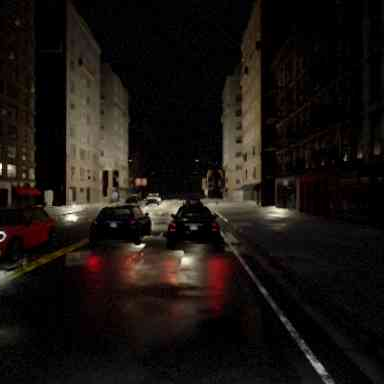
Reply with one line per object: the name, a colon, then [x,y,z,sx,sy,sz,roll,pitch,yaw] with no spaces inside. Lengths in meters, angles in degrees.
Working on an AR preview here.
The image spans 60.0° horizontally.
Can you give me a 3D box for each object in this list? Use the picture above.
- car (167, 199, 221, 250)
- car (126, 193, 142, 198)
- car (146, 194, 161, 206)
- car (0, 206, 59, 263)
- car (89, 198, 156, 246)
car: [0.099,1.358,14.572,2.097,1.767,4.553,0,0,1]
car: [-9.740,1.184,56.169,2.150,2.045,5.566,0,0,0]
car: [-6.490,1.326,56.168,2.150,2.045,5.566,0,0,0]
car: [-6.598,1.356,11.943,2.097,1.767,4.553,0,0,0]
car: [-3.151,1.358,15.567,2.097,1.767,4.553,0,0,1]
